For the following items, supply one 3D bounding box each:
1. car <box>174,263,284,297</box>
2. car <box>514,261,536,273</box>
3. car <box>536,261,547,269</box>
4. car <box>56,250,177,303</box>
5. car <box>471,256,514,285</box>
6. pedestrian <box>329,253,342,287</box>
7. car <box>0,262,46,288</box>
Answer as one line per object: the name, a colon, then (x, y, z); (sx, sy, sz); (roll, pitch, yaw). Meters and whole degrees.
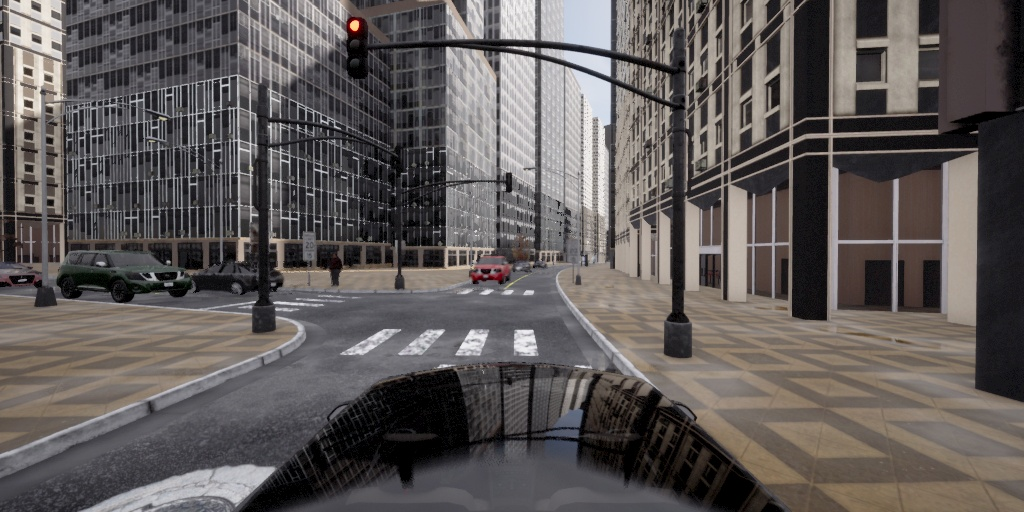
car: (-13.490, 1.062, 17.418); (4.892, 1.490, 1.837); (1, 2, 16)
car: (1.252, 1.344, 44.392); (2.128, 1.511, 4.902); (0, 0, 11)
car: (4.731, 1.487, 60.093); (2.033, 1.411, 5.357); (0, 0, 15)
car: (-16.621, 0.770, 15.382); (5.566, 2.045, 2.150); (1, 1, 17)
car: (-1.424, 1.000, 26.498); (2.150, 2.045, 5.566); (0, 0, 7)
pedestrian: (-9.585, 0.716, 19.448); (0.375, 1.860, 0.375); (0, 0, 16)
car: (-25.808, 0.982, 18.035); (4.181, 1.385, 1.994); (1, 1, 16)
